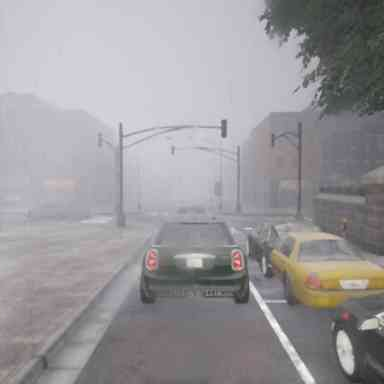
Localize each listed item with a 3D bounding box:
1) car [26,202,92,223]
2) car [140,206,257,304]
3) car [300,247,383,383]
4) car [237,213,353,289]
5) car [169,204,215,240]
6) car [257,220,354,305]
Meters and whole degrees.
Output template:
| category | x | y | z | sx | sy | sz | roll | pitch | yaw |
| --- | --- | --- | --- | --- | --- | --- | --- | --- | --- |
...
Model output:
| category | x | y | z | sx | sy | sz | roll | pitch | yaw |
| --- | --- | --- | --- | --- | --- | --- | --- | --- | --- |
| car | -9.226 | 1.387 | 23.237 | 4.181 | 1.385 | 1.994 | 0 | 2 | 1 |
| car | 0.065 | 1.295 | 8.177 | 2.097 | 1.767 | 4.553 | 0 | 0 | 0 |
| car | 2.622 | 1.531 | 2.639 | 2.008 | 1.369 | 4.403 | -1 | 0 | 0 |
| car | 2.650 | 1.483 | 9.774 | 2.008 | 1.369 | 4.403 | -1 | 0 | 0 |
| car | 0.009 | 1.438 | 17.612 | 2.033 | 1.411 | 5.357 | 0 | 0 | 0 |
| car | 2.674 | 1.471 | 7.800 | 1.752 | 1.417 | 4.829 | -1 | 0 | 0 |
